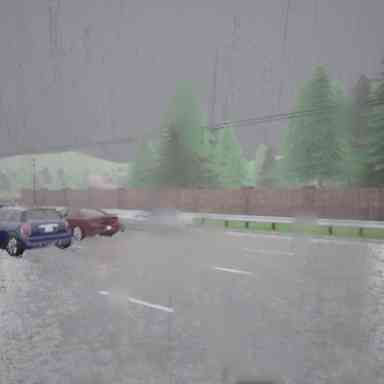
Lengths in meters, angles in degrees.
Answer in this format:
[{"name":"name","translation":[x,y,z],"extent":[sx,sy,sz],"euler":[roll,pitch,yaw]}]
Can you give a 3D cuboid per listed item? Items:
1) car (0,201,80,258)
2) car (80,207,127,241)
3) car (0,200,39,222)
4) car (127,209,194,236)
[{"name":"car","translation":[-6.802,1.348,13.077],"extent":[4.553,1.767,2.097],"euler":[0,0,36]},{"name":"car","translation":[-5.804,1.474,16.674],"extent":[5.008,1.535,1.882],"euler":[0,0,36]},{"name":"car","translation":[-15.021,1.485,27.533],"extent":[4.902,1.511,2.128],"euler":[0,0,36]},{"name":"car","translation":[-2.318,1.598,18.471],"extent":[4.718,1.301,1.895],"euler":[0,0,36]}]
